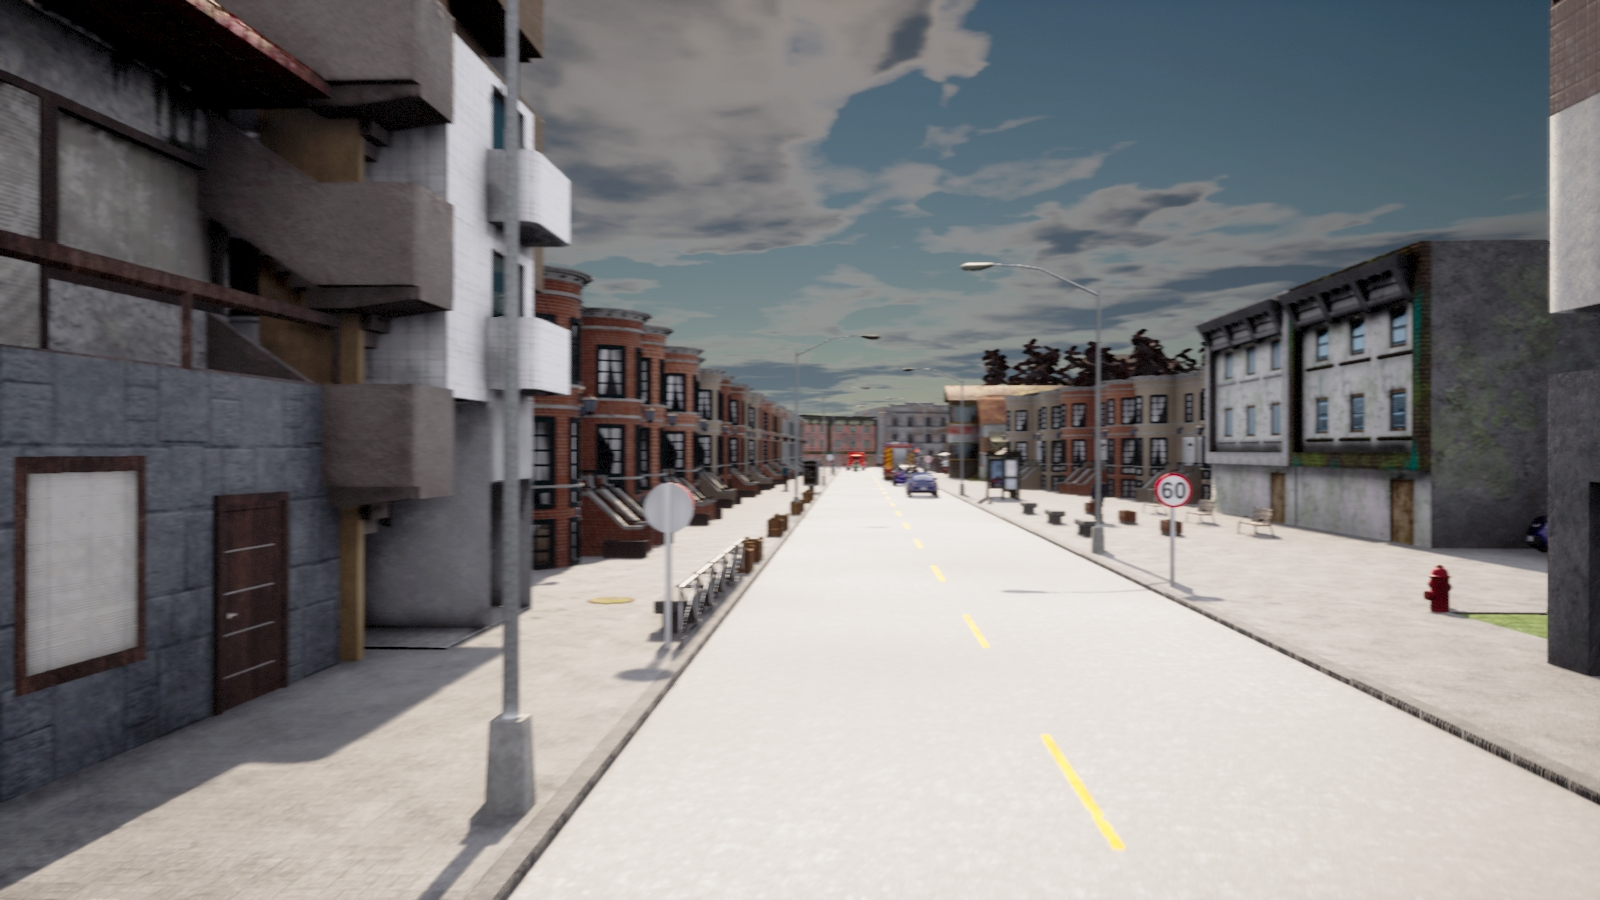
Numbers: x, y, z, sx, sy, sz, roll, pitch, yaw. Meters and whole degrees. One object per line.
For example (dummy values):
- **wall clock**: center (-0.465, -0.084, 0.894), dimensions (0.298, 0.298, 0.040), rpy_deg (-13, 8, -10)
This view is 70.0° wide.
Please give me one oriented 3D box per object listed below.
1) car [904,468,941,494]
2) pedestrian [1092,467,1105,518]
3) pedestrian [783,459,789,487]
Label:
- **car**: center (7.404, 1.874, 69.586), dimensions (2.002, 1.442, 4.674), rpy_deg (0, 0, 3)
- **pedestrian**: center (10.919, 1.543, 41.803), dimensions (0.375, 1.860, 0.375), rpy_deg (0, 0, -1)
- **pedestrian**: center (-0.937, 1.526, 75.342), dimensions (0.375, 1.860, 0.375), rpy_deg (0, 0, -6)
